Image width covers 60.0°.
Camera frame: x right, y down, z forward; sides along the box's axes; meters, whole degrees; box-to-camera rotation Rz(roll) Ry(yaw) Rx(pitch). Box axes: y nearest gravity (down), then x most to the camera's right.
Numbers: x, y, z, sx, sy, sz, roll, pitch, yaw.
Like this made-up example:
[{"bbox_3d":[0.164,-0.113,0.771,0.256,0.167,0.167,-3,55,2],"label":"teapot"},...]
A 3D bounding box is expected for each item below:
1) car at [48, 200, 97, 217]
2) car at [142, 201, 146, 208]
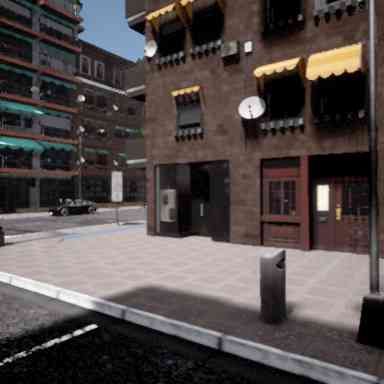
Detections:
[{"bbox_3d":[-10.477,1.357,29.466,1.947,1.339,4.313,1,1,35],"label":"car"},{"bbox_3d":[-3.842,1.174,38.645,1.947,1.339,4.313,1,1,35],"label":"car"}]
